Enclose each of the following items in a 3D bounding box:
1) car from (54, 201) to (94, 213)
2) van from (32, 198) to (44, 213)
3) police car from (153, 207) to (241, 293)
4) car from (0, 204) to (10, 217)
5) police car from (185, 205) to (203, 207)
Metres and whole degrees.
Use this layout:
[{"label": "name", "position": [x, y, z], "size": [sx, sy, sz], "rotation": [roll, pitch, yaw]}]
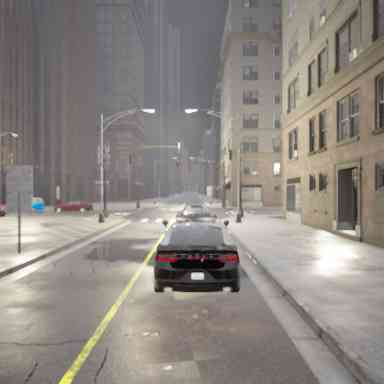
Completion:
[{"label": "car", "position": [-13.940, 1.702, 39.199], "size": [4.507, 1.381, 1.887], "rotation": [-1, 0, 0]}, {"label": "van", "position": [-19.566, 1.566, 39.224], "size": [3.998, 1.788, 1.690], "rotation": [-1, 0, 0]}, {"label": "police car", "position": [0.112, 1.421, 9.015], "size": [1.930, 1.638, 5.238], "rotation": [0, 0, 0]}, {"label": "car", "position": [-19.597, 1.505, 30.698], "size": [5.009, 1.841, 2.192], "rotation": [-1, 0, 0]}, {"label": "police car", "position": [0.129, 1.498, 18.620], "size": [2.038, 1.542, 4.974], "rotation": [0, 0, 0]}]
